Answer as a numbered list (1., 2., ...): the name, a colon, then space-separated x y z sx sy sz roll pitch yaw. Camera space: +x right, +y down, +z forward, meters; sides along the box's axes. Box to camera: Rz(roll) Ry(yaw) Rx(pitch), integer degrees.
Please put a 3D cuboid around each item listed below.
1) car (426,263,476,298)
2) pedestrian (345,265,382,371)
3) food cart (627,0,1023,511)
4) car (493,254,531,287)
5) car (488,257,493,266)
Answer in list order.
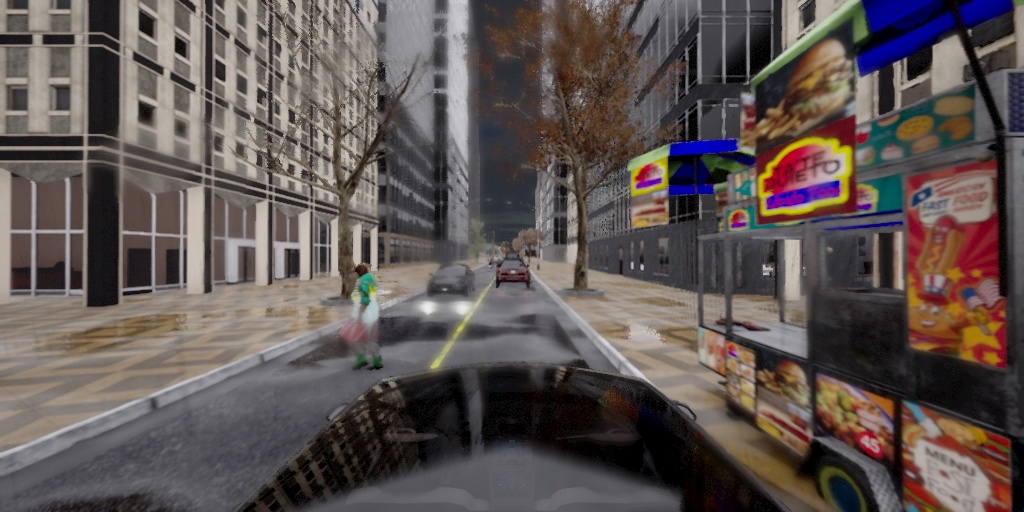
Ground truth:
1. car: -2.853 1.140 17.623 1.837 1.490 4.892 0 1 0
2. pedestrian: -2.563 1.012 6.199 0.375 1.860 0.375 1 0 0
3. food cart: 3.010 0.201 3.635 2.280 3.560 4.660 0 0 0
4. car: 0.073 0.948 23.144 2.097 1.767 4.553 0 0 0
5. car: -2.826 0.867 59.711 1.812 1.442 4.674 0 0 0
